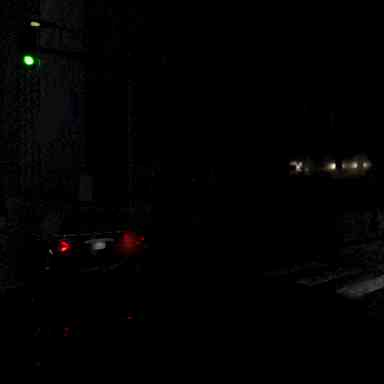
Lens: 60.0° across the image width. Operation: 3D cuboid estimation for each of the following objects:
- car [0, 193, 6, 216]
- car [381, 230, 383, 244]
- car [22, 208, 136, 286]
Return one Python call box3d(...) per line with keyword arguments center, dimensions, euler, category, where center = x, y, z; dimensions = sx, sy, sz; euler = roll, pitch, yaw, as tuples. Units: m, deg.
box3d(center=(-18.234, 1.043, 29.903), dimensions=(2.150, 2.045, 5.566), euler=(0, 0, -36), category="car")
box3d(center=(9.383, 1.469, 13.550), dimensions=(4.206, 1.307, 1.802), euler=(-1, 0, -36), category="car")
box3d(center=(-3.449, 1.293, 9.615), dimensions=(2.097, 1.767, 4.553), euler=(0, 0, -36), category="car")
